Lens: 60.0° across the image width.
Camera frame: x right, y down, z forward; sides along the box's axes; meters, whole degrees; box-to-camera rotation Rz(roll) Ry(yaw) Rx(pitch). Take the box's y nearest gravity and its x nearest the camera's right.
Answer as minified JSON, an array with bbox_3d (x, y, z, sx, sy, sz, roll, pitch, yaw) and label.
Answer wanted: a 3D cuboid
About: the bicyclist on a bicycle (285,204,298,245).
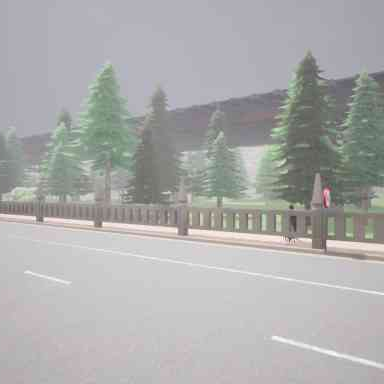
[{"bbox_3d":[4.107,1.343,13.598,0.582,1.620,1.656,0,-3,35],"label":"bicyclist on a bicycle"}]
